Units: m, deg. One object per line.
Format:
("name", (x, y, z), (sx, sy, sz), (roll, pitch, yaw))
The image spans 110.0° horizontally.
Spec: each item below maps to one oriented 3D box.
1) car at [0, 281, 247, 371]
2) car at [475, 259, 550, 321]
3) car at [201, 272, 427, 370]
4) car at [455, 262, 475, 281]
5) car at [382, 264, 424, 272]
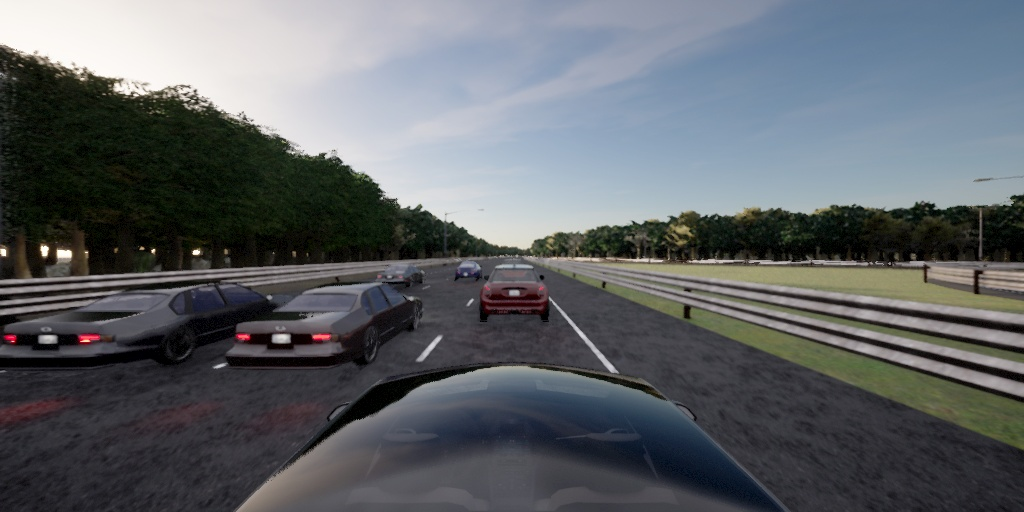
("car", (-6.939, 1.262, 7.880), (2.033, 1.411, 5.357), (0, 1, 0))
("car", (0.076, 1.064, 12.386), (2.097, 1.767, 4.553), (0, 0, 0))
("car", (-3.439, 1.275, 7.880), (2.033, 1.411, 5.357), (0, 0, 0))
("car", (-3.425, 1.180, 28.817), (1.812, 1.442, 4.674), (1, 0, 0))
("car", (-6.944, 1.219, 22.896), (2.033, 1.411, 5.357), (1, 0, 0))
